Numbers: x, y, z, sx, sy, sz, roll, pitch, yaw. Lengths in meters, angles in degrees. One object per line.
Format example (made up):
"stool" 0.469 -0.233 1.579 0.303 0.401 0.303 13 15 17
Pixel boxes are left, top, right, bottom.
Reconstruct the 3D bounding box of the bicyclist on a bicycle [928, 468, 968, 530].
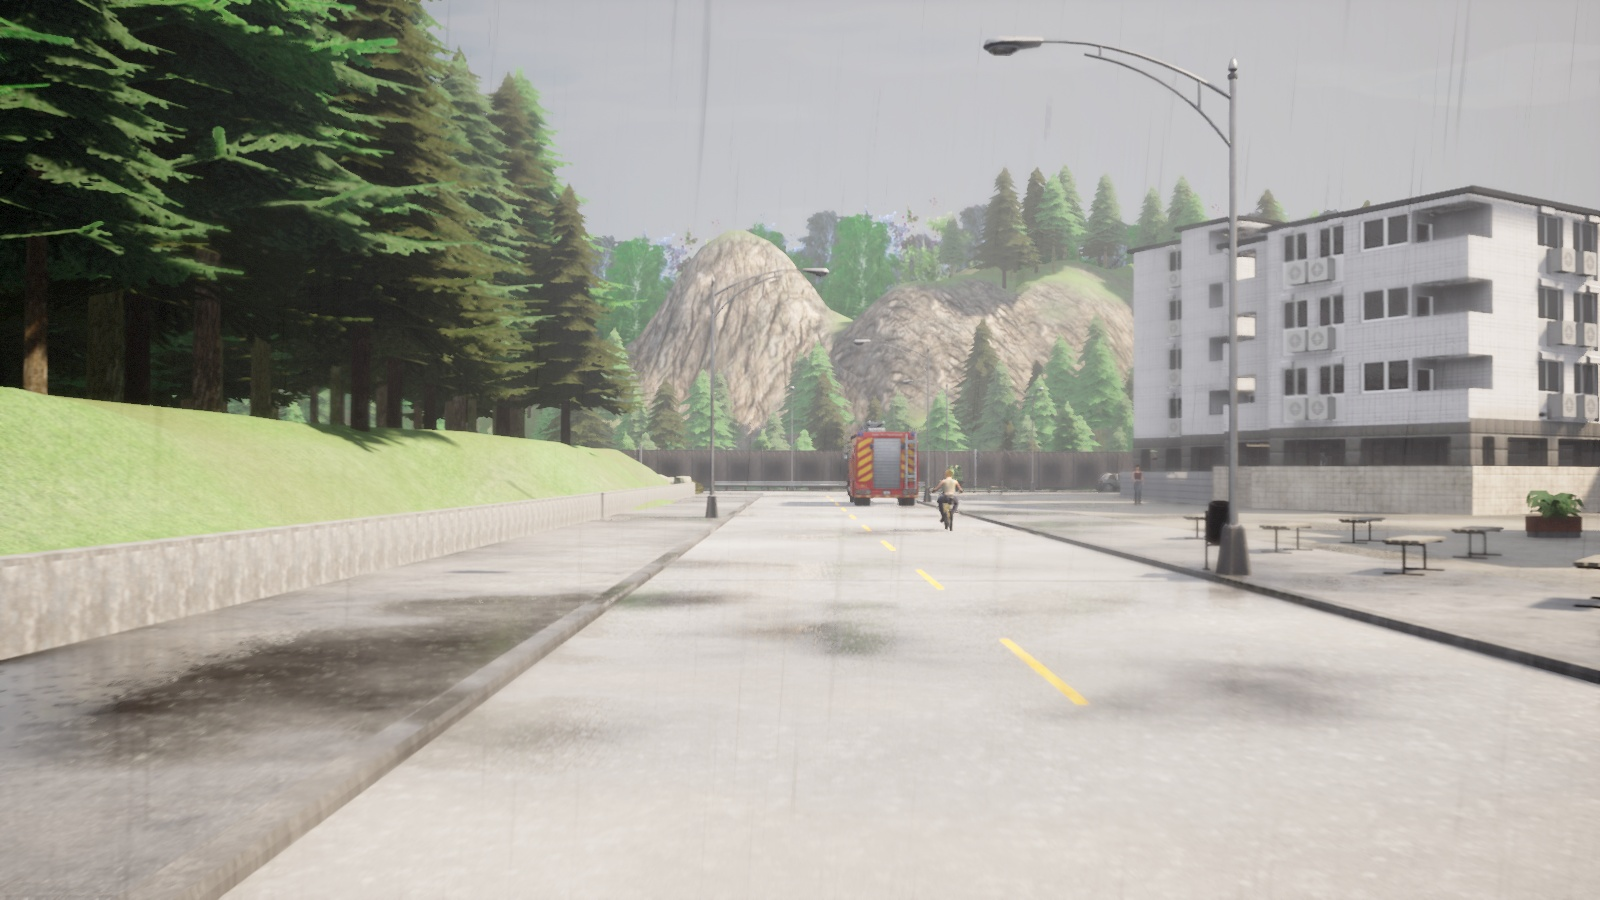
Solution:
"bicyclist on a bicycle" 3.928 1.294 33.384 0.866 1.612 1.509 0 -1 0

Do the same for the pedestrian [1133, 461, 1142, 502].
"pedestrian" 15.035 1.401 55.940 0.345 1.836 0.594 0 -1 9

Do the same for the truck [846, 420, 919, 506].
"truck" 3.856 0.646 60.422 2.891 3.827 8.468 0 -1 0

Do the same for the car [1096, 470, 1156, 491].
"car" 23.402 2.198 90.296 3.806 1.475 1.970 0 -1 0
